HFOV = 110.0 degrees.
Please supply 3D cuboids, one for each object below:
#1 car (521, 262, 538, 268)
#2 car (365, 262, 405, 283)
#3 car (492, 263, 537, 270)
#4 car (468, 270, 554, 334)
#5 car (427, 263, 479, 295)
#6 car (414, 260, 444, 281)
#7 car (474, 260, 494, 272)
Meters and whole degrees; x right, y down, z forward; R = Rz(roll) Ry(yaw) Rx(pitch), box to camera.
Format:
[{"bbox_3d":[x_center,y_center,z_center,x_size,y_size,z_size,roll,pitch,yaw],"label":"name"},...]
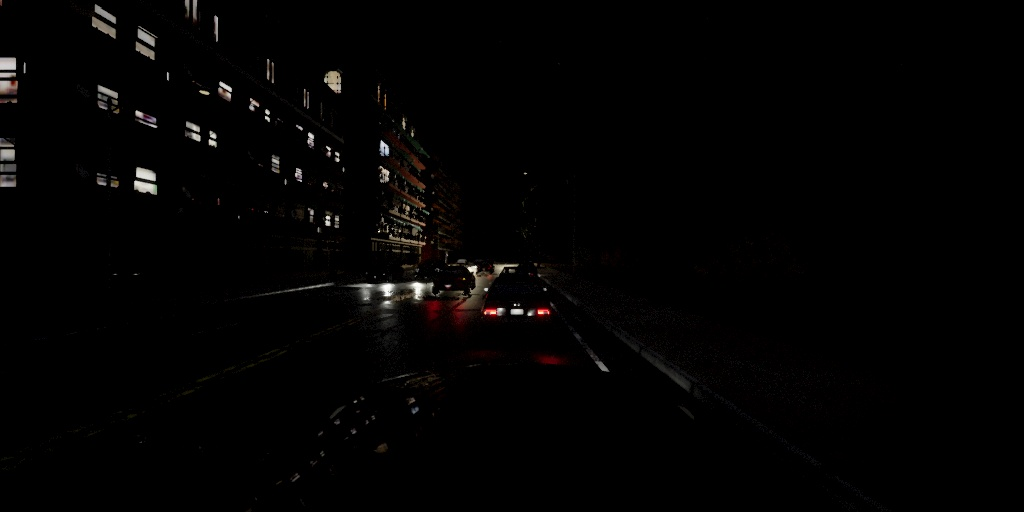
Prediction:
[{"bbox_3d":[1.164,1.259,30.682,1.837,1.490,4.892,0,0,0],"label":"car"},{"bbox_3d":[-9.827,1.258,28.142,1.837,1.490,4.892,0,0,0],"label":"car"},{"bbox_3d":[0.116,1.301,20.915,2.033,1.411,5.357,0,0,0],"label":"car"},{"bbox_3d":[0.110,1.299,10.554,2.033,1.411,5.357,0,0,0],"label":"car"},{"bbox_3d":[-3.135,1.279,19.884,1.812,1.442,4.674,0,0,0],"label":"car"},{"bbox_3d":[-6.576,1.106,29.629,2.097,1.767,4.553,0,0,0],"label":"car"},{"bbox_3d":[-3.113,1.280,42.177,1.812,1.442,4.674,0,0,0],"label":"car"}]
